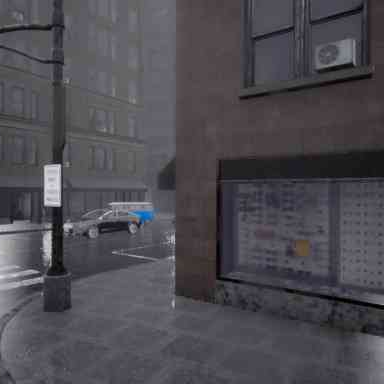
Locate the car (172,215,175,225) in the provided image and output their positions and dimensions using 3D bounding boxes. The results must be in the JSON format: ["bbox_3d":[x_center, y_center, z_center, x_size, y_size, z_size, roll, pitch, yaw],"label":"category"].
[{"bbox_3d":[0.259,1.947,26.451,1.994,1.385,4.181,0,-1,35],"label":"car"}]

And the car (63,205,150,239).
[{"bbox_3d":[-4.995,1.726,18.987,2.128,1.511,4.902,0,-1,35],"label":"car"}]

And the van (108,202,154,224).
[{"bbox_3d":[-4.507,1.636,24.169,1.690,1.788,3.998,-1,-1,35],"label":"van"}]
